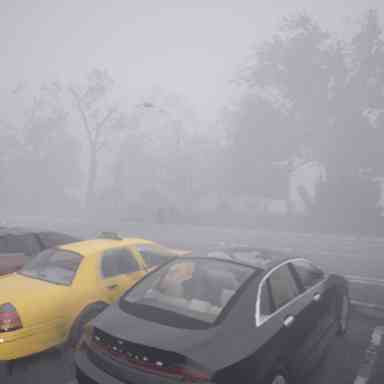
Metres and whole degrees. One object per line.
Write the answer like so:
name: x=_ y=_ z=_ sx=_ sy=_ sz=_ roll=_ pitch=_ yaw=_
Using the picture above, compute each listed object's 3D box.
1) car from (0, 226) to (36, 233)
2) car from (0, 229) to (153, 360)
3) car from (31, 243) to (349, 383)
car: x=-3.697 y=1.568 z=7.826 sx=2.163 sy=1.488 sz=4.792 roll=-1 pitch=0 yaw=36
car: x=-1.348 y=1.514 z=6.339 sx=1.946 sy=1.575 sz=5.366 roll=-1 pitch=0 yaw=36
car: x=0.799 y=1.496 z=4.569 sx=2.231 sy=1.521 sz=4.892 roll=-1 pitch=0 yaw=36
